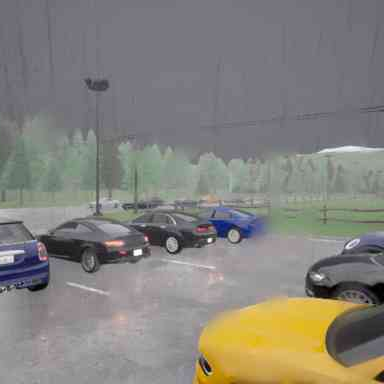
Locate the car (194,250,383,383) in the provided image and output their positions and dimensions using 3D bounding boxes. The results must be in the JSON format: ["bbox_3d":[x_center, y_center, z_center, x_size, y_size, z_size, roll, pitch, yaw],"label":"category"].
[{"bbox_3d":[2.316,1.478,2.342,5.008,1.535,1.882,0,0,36],"label":"car"}]

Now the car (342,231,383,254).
[{"bbox_3d":[4.334,1.492,5.199,4.902,1.511,2.128,0,0,36],"label":"car"}]

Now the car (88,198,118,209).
[{"bbox_3d":[-11.952,1.524,45.553,1.812,1.442,4.674,0,0,35],"label":"car"}]

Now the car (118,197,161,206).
[{"bbox_3d":[-6.442,1.600,41.225,1.895,1.301,4.718,0,0,35],"label":"car"}]

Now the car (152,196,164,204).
[{"bbox_3d":[-6.559,1.502,52.992,1.837,1.490,4.892,0,0,36],"label":"car"}]

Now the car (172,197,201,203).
[{"bbox_3d":[-1.105,1.525,48.596,1.812,1.442,4.674,0,0,36],"label":"car"}]

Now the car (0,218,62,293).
[{"bbox_3d":[-5.370,1.352,7.768,4.553,1.767,2.097,0,0,36],"label":"car"}]

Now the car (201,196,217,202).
[{"bbox_3d":[3.172,1.476,66.225,1.882,1.535,5.008,0,0,37],"label":"car"}]

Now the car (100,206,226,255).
[{"bbox_3d":[-1.324,1.505,13.483,4.892,1.490,1.837,0,0,36],"label":"car"}]

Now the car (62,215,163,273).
[{"bbox_3d":[-3.378,1.525,10.647,4.674,1.442,1.812,0,0,36],"label":"car"}]

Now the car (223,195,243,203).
[{"bbox_3d":[7.443,1.351,60.271,2.097,1.767,4.553,0,0,36],"label":"car"}]

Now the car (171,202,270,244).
[{"bbox_3d":[1.196,1.477,15.977,5.008,1.535,1.882,0,0,36],"label":"car"}]

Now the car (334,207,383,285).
[{"bbox_3d":[6.158,1.352,8.198,4.553,1.767,2.097,0,0,35],"label":"car"}]
